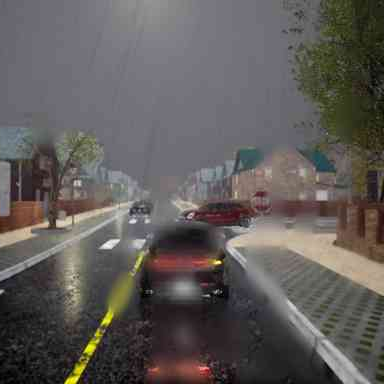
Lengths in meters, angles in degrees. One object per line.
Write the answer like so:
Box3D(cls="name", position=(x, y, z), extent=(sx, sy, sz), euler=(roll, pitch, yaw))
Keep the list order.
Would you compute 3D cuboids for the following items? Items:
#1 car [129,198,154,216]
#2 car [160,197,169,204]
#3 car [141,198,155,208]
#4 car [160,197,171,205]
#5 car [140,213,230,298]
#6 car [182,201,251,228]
Box3D(cls="car", position=(-5.184, 1.620, 33.673), extent=(1.994, 1.385, 4.181), euler=(0, 0, -5))
Box3D(cls="car", position=(-5.991, 1.834, 72.936), extent=(1.895, 1.301, 4.718), euler=(0, -1, -5))
Box3D(cls="car", position=(-7.015, 1.724, 53.734), extent=(2.033, 1.411, 5.357), euler=(0, 0, -5))
Box3D(cls="car", position=(-5.021, 1.751, 62.534), extent=(1.837, 1.490, 4.892), euler=(0, 0, -5))
Box3D(cls="car", position=(-0.163, 1.509, 8.501), extent=(1.837, 1.490, 4.892), euler=(0, 0, 0))
Box3D(cls="car", position=(1.327, 1.366, 20.569), extent=(4.553, 1.767, 2.097), euler=(0, 0, -24))
